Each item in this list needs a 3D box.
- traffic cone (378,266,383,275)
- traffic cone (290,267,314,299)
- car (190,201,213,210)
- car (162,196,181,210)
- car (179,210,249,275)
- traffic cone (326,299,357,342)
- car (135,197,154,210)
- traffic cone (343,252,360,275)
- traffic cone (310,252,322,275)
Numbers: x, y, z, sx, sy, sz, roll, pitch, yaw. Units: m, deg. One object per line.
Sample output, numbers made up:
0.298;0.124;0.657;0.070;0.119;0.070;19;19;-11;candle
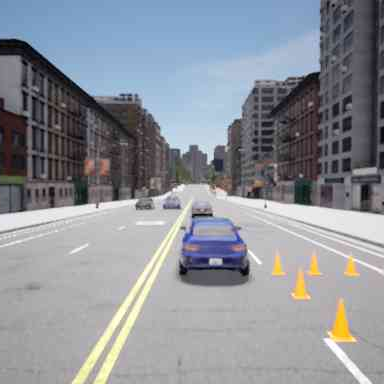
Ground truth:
5.351;1.951;9.102;0.340;0.580;0.340;0;0;1;traffic cone
2.327;1.944;7.140;0.340;0.580;0.340;0;0;1;traffic cone
0.824;1.485;28.494;2.033;1.411;5.357;0;0;1;car
-2.452;1.261;41.272;2.097;1.767;4.553;0;0;1;car
0.597;1.498;10.255;1.812;1.442;4.674;0;0;1;car
2.302;1.950;5.140;0.340;0.580;0.340;0;0;1;traffic cone
-5.714;1.403;40.495;1.837;1.490;4.892;0;0;1;car
4.352;1.947;9.115;0.340;0.580;0.340;0;0;1;traffic cone
3.352;1.943;9.127;0.340;0.580;0.340;0;0;1;traffic cone
